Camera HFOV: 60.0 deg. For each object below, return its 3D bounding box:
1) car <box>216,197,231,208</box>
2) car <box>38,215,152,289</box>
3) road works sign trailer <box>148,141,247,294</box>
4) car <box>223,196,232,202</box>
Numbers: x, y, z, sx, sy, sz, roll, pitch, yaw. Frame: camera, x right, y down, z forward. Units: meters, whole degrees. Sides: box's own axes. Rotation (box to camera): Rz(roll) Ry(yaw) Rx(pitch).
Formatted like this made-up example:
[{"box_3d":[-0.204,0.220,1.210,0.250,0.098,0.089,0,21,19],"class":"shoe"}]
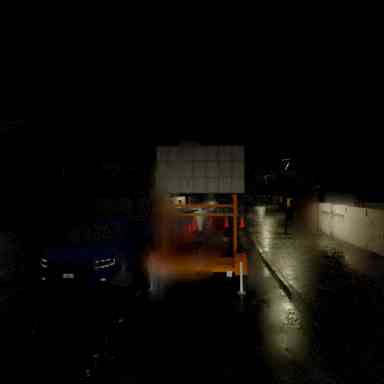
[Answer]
[{"box_3d":[4.898,1.649,50.807,2.033,1.411,5.357,0,0,13],"class":"car"},{"box_3d":[-2.419,1.486,9.446,1.882,1.535,5.008,0,0,4],"class":"car"},{"box_3d":[0.228,0.470,8.849,2.380,3.560,2.880,0,0,5],"class":"road works sign trailer"},{"box_3d":[9.027,1.823,85.317,1.895,1.301,4.718,0,0,1],"class":"car"}]
